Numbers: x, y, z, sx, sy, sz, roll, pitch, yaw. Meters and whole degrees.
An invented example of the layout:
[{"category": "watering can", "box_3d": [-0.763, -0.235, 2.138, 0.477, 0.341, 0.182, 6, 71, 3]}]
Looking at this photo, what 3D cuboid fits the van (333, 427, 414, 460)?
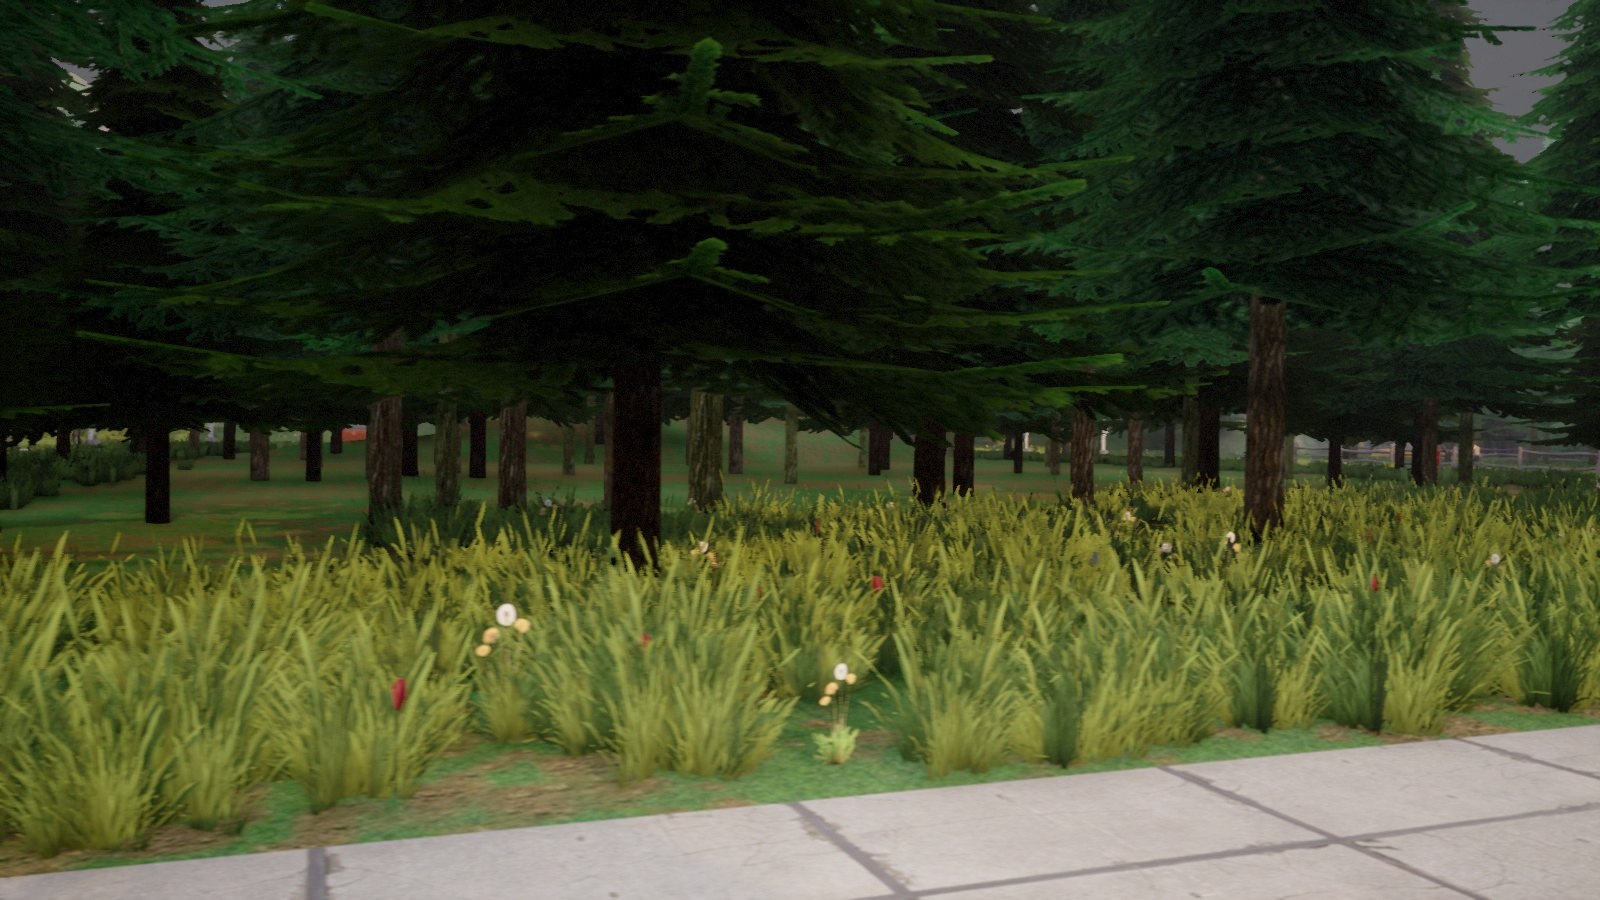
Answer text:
[{"category": "van", "box_3d": [-26.594, -0.445, 78.392, 4.442, 1.987, 1.775, -1, 1, -39]}]
